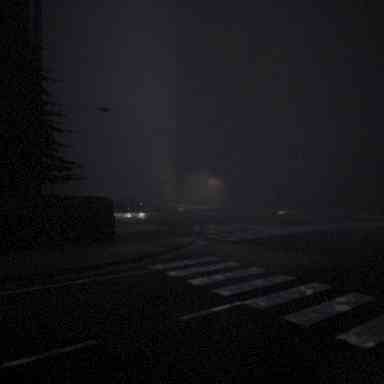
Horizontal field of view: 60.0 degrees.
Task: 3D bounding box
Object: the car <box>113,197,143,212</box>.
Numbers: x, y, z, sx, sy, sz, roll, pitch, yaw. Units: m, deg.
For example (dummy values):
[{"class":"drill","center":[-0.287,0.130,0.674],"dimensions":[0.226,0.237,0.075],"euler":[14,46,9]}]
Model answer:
[{"class":"car","center":[-7.453,1.376,38.653],"dimensions":[2.097,1.767,4.553],"euler":[0,0,-35]}]
